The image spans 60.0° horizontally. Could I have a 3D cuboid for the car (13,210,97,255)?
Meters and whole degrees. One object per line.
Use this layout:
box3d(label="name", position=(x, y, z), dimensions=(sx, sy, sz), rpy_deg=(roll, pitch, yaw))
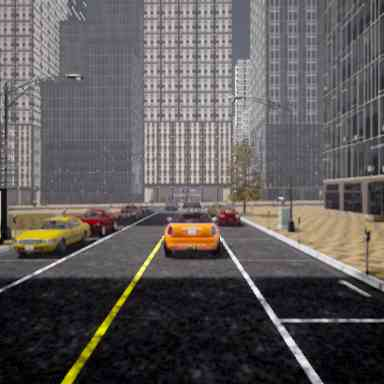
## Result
box3d(label="car", position=(-5.695, 1.658, 14.046), dimensions=(1.752, 1.417, 4.829), rpy_deg=(-1, -1, 0))

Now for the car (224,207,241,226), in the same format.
box3d(label="car", position=(2.689, 1.820, 25.332), dimensions=(1.802, 1.307, 4.206), rpy_deg=(-1, -1, 0))

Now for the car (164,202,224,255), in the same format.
box3d(label="car", position=(0.005, 1.483, 14.072), dimensions=(2.097, 1.767, 4.553), rpy_deg=(0, -1, 0))

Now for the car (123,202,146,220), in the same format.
box3d(label="car", position=(-5.691, 1.873, 30.893), dimensions=(1.802, 1.307, 4.206), rpy_deg=(-1, -1, 0))

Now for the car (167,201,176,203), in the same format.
box3d(label="car", position=(-2.991, 2.015, 49.749), dimensions=(2.033, 1.411, 5.357), rpy_deg=(0, -1, 0))

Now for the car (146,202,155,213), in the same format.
box3d(label="car", position=(-5.690, 1.946, 42.012), dimensions=(2.008, 1.369, 4.403), rpy_deg=(-1, -1, 0))

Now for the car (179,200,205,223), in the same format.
box3d(label="car", position=(0.010, 1.624, 29.074), dimensions=(2.097, 1.767, 4.553), rpy_deg=(0, -1, 0))

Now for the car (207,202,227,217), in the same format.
box3d(label="car", position=(2.689, 1.870, 36.621), dimensions=(1.752, 1.417, 4.829), rpy_deg=(-1, -1, 0))

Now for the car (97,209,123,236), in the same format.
box3d(label="car", position=(-5.693, 1.731, 19.775), dimensions=(1.887, 1.381, 4.507), rpy_deg=(-1, -1, 0))
